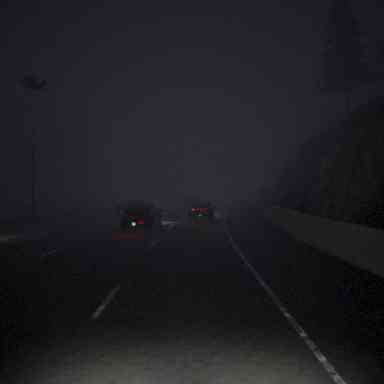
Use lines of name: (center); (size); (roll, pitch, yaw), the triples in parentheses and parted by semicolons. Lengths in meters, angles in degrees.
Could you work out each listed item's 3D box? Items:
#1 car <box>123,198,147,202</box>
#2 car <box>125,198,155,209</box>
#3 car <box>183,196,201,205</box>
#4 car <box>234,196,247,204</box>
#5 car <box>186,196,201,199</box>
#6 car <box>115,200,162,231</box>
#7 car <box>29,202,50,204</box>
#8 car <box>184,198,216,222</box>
car: (-5.733, 1.521, 31.134); (1.812, 1.442, 4.674); (0, 0, 8)
car: (-7.187, 1.540, 46.490); (2.033, 1.411, 5.357); (0, 0, 15)
car: (0.040, 1.517, 58.910); (1.812, 1.442, 4.674); (0, 0, 18)
car: (9.470, 1.555, 65.008); (1.994, 1.385, 4.181); (0, 0, 20)
car: (0.504, 1.345, 46.571); (2.097, 1.767, 4.553); (0, 0, 13)
car: (-3.068, 1.502, 20.821); (1.837, 1.490, 4.892); (-1, 0, 4)
car: (-25.689, 1.535, 57.544); (2.033, 1.411, 5.357); (0, 0, 14)
car: (0.846, 1.487, 26.398); (2.128, 1.511, 4.902); (0, 0, 6)
